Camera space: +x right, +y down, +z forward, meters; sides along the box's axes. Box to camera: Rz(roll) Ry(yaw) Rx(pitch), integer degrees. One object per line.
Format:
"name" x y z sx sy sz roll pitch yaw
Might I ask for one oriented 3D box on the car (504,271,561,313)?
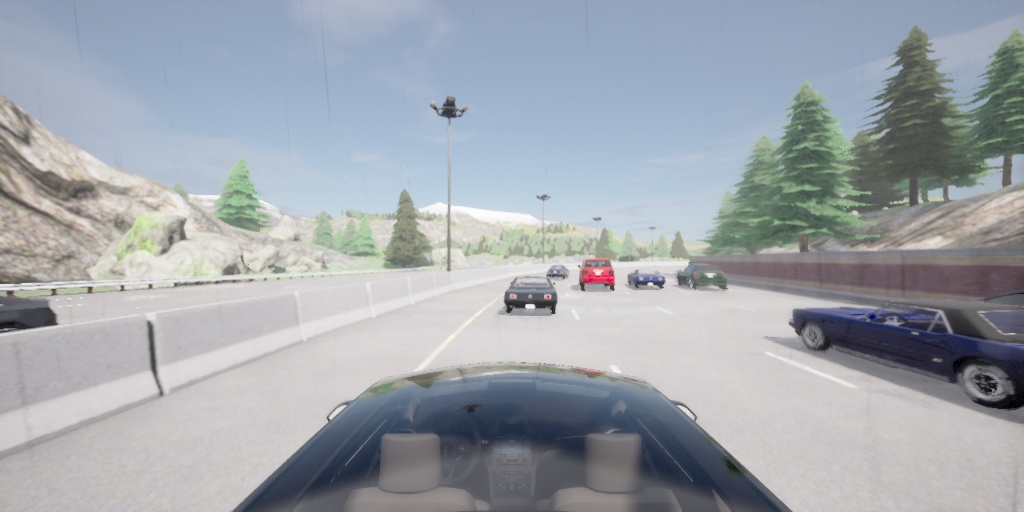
"car" 0.848 1.465 14.603 1.895 1.301 4.718 0 -1 5

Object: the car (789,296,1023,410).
"car" 7.267 1.397 6.121 1.895 1.301 4.718 0 -1 2

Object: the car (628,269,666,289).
"car" 9.513 1.572 25.709 1.895 1.301 4.718 0 -1 11

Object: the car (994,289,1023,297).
"car" 10.827 1.334 7.043 1.812 1.442 4.674 0 -1 3

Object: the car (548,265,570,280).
"car" 4.726 1.607 36.324 2.033 1.411 5.357 0 -1 15

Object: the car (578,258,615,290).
"car" 5.757 1.180 24.618 2.150 2.045 5.566 0 0 10

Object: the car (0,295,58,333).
"car" -10.422 1.263 5.358 2.128 1.511 4.902 0 -1 2

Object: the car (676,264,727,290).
"car" 12.924 1.318 24.728 2.097 1.767 4.553 0 -1 10
